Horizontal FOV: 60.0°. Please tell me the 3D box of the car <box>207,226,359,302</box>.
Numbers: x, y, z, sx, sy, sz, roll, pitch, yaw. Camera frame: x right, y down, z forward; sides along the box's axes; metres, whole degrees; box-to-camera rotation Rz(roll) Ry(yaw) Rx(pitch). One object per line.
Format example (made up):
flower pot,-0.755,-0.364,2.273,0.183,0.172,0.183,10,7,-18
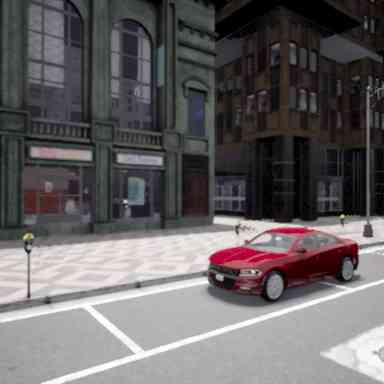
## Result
car,2.421,1.593,8.379,4.507,1.381,1.887,1,0,-36
